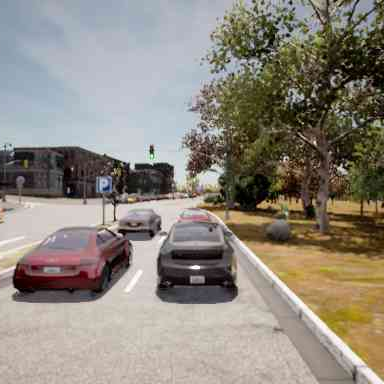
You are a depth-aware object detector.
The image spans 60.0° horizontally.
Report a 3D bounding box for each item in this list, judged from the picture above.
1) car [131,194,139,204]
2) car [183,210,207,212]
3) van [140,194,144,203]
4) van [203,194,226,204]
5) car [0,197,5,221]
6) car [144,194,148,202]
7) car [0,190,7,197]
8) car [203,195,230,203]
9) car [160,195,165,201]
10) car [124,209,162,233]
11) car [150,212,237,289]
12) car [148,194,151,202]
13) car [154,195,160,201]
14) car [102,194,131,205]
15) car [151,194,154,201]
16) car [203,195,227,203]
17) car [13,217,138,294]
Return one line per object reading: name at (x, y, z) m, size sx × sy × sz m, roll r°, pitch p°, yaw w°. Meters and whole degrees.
car at (-13.800, 1.589, 65.600) m, size 5.366 × 1.575 × 1.946 m, roll -1°, pitch -1°, yaw -15°
car at (0.181, 1.712, 19.802) m, size 1.895 × 1.301 × 4.718 m, roll 0°, pitch 0°, yaw 1°
van at (-13.241, 1.392, 71.593) m, size 4.442 × 1.987 × 1.878 m, roll -1°, pitch -1°, yaw -14°
van at (4.283, 1.315, 65.204) m, size 4.442 × 1.987 × 1.878 m, roll 1°, pitch 0°, yaw -14°
car at (-16.627, 1.507, 24.802) m, size 4.553 × 1.767 × 2.185 m, roll -1°, pitch 0°, yaw -19°
car at (-13.013, 1.633, 74.563) m, size 4.892 × 1.521 × 2.231 m, roll -1°, pitch -1°, yaw -14°
car at (-31.165, 0.360, 53.481) m, size 2.002 × 1.452 × 4.674 m, roll 6°, pitch -3°, yaw -19°
car at (5.202, 1.561, 71.166) m, size 5.366 × 1.575 × 1.946 m, roll 1°, pitch 0°, yaw -13°
car at (-11.003, 1.439, 89.549) m, size 5.566 × 2.045 × 2.435 m, roll -1°, pitch -1°, yaw -12°
car at (-2.830, 1.654, 18.864) m, size 2.033 × 1.411 × 5.357 m, roll 0°, pitch 0°, yaw 1°
car at (0.111, 1.557, 9.294) m, size 1.837 × 1.490 × 4.892 m, roll 0°, pitch 0°, yaw 0°
car at (-12.641, 1.683, 77.558) m, size 4.674 × 1.452 × 2.002 m, roll -1°, pitch 0°, yaw -13°
car at (-11.454, 1.719, 86.542) m, size 4.674 × 1.452 × 2.002 m, roll -1°, pitch 0°, yaw -12°
car at (-14.445, 1.620, 62.608) m, size 4.792 × 1.488 × 2.163 m, roll -1°, pitch 0°, yaw -15°
car at (-12.269, 1.695, 80.560) m, size 4.674 × 1.452 × 2.002 m, roll -1°, pitch -1°, yaw -13°
car at (4.666, 1.426, 68.173) m, size 4.553 × 1.767 × 2.185 m, roll 1°, pitch 0°, yaw -14°
car at (-2.896, 1.613, 8.968) m, size 1.994 × 1.385 × 4.181 m, roll 0°, pitch 0°, yaw 1°
